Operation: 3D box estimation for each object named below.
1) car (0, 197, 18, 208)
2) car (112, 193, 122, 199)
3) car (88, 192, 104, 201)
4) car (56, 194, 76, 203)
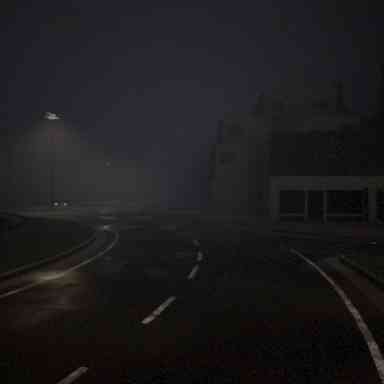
[{"bbox_3d":[-25.713,1.399,44.872,1.994,1.385,4.181,0,0,17],"label":"car"},{"bbox_3d":[-20.654,1.119,91.578,1.882,1.535,5.008,0,0,4],"label":"car"},{"bbox_3d":[-21.821,0.977,75.921,2.150,2.045,5.566,0,0,4],"label":"car"},{"bbox_3d":[-22.990,1.145,60.698,2.097,1.767,4.553,0,0,5],"label":"car"}]
